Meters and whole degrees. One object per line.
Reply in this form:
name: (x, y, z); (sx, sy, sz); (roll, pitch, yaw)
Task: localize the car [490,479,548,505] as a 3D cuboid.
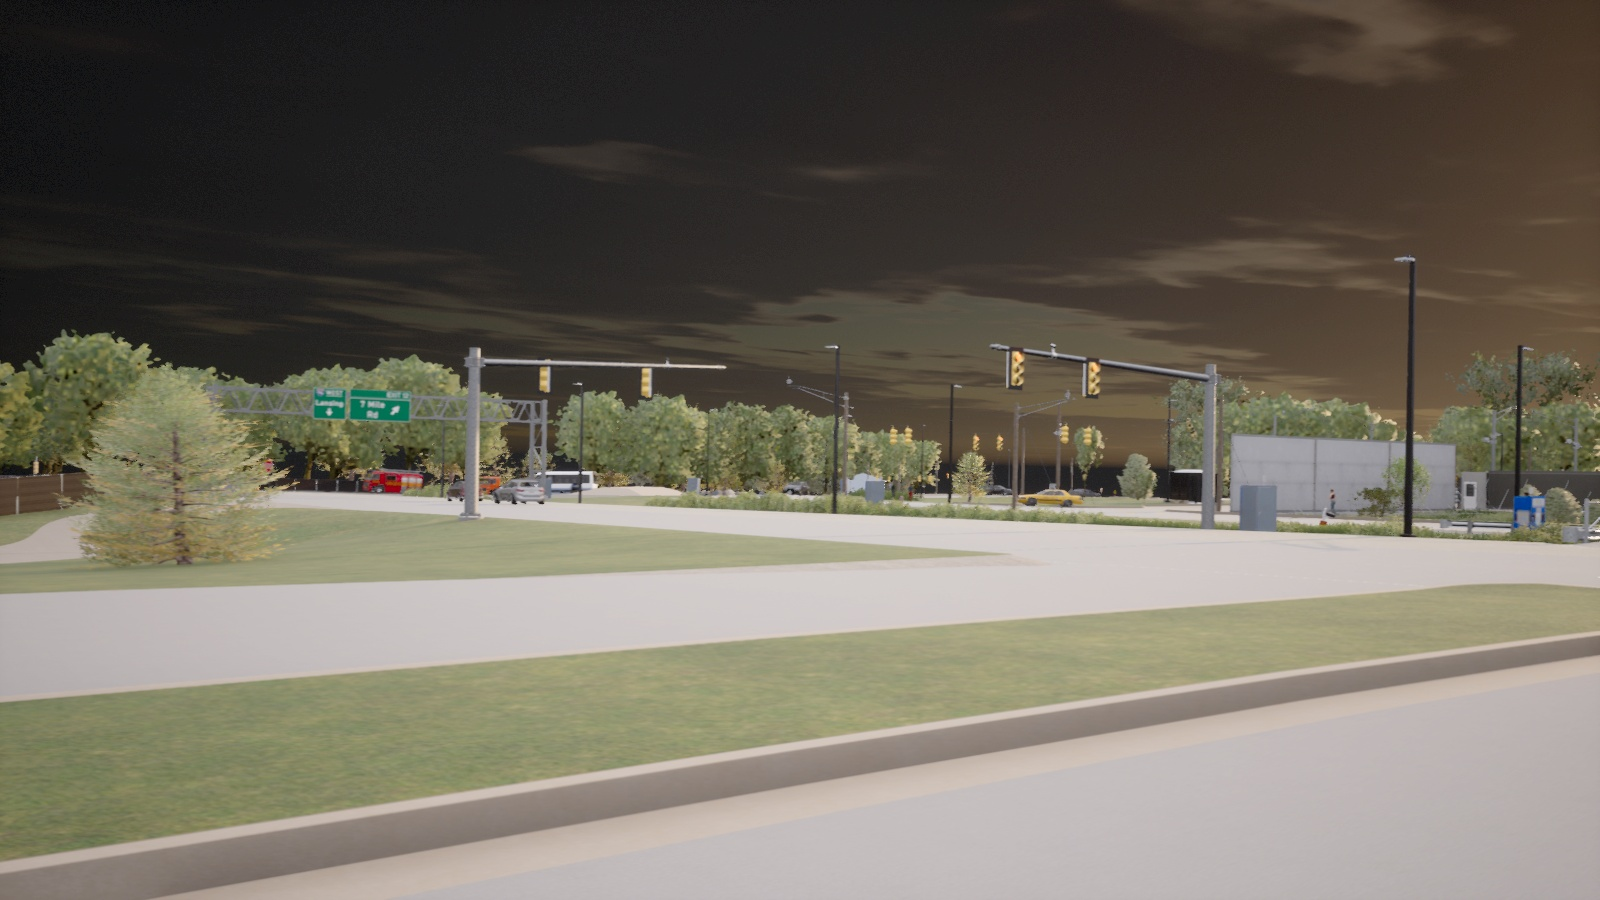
car: (-18.715, 2.789, 83.500); (2.242, 1.667, 4.611); (1, -2, -34)

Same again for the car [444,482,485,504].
car: (-24.646, 3.134, 92.138); (1.789, 1.549, 3.705); (1, -2, -34)
